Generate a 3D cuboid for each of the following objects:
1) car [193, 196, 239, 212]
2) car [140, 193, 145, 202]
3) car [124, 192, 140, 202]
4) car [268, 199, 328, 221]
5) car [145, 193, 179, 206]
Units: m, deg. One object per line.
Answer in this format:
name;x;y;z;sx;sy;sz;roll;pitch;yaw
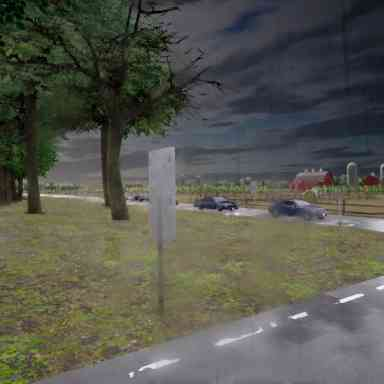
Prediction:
car;2.266;1.142;33.072;2.033;1.411;5.357;-1;2;-36
car;-8.066;0.810;52.362;1.994;1.385;4.181;-1;1;-35
car;-10.355;0.781;50.669;2.128;1.511;4.902;-1;1;-35
car;7.903;1.277;25.233;1.812;1.442;4.674;-1;2;-35
car;-3.506;0.801;41.080;2.097;1.767;4.553;-1;1;-36
